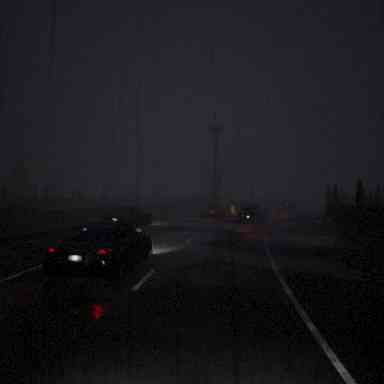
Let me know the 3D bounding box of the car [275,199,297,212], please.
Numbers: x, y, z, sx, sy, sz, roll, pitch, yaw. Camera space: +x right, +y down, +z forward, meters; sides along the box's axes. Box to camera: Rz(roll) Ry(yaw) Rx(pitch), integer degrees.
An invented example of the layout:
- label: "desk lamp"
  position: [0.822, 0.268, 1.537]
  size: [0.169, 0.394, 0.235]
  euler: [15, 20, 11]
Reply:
- label: "car"
  position: [11.632, 1.620, 41.255]
  size: [1.812, 1.442, 4.674]
  euler: [0, 0, 30]

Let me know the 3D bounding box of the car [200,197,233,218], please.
- label: "car"
  position: [2.625, 1.524, 30.542]
  size: [1.882, 1.535, 5.008]
  euler: [0, 0, 21]

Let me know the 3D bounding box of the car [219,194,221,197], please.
- label: "car"
  position: [3.950, 1.462, 67.281]
  size: [2.150, 2.045, 5.566]
  euler: [0, 0, 38]

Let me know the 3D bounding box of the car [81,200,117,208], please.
- label: "car"
  position: [-8.443, 1.515, 31.354]
  size: [1.882, 1.535, 5.008]
  euler: [0, 0, 20]

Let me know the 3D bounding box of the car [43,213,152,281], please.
- label: "car"
  position: [-2.563, 1.560, 9.965]
  size: [1.994, 1.385, 4.181]
  euler: [0, 0, 7]

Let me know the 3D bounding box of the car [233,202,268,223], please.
- label: "car"
  position: [4.777, 1.540, 26.172]
  size: [1.837, 1.490, 4.892]
  euler: [0, 0, 18]

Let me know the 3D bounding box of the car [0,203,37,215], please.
- label: "car"
  position: [-16.314, 1.622, 29.844]
  size: [1.895, 1.301, 4.718]
  euler: [0, 0, 17]

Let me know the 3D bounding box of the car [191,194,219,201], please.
- label: "car"
  position: [2.026, 1.411, 58.973]
  size: [2.150, 2.045, 5.566]
  euler: [0, -1, 36]

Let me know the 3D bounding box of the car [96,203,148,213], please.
- label: "car"
  position: [-4.016, 1.576, 21.080]
  size: [1.994, 1.385, 4.181]
  euler: [0, 0, 13]
